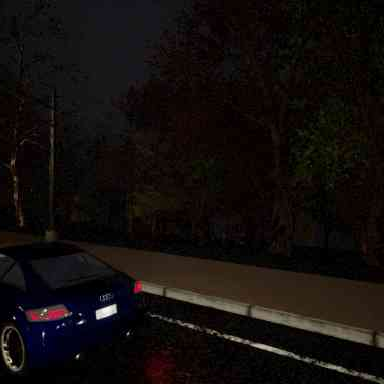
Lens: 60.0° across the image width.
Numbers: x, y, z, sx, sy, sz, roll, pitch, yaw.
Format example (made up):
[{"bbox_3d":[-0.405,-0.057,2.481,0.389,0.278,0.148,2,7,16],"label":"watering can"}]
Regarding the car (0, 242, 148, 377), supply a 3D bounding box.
[{"bbox_3d":[-2.747,1.563,5.628,4.181,1.385,1.994,0,0,37],"label":"car"}]
